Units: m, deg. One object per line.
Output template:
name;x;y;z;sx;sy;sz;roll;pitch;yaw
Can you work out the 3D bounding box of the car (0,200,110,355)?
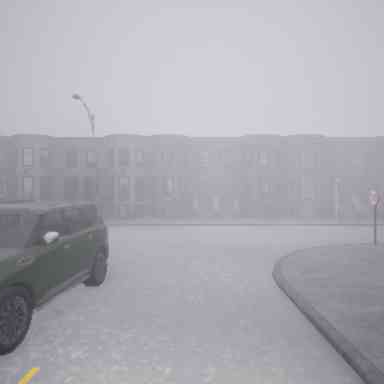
car;-3.383;1.220;6.504;2.150;2.045;5.566;0;0;5
